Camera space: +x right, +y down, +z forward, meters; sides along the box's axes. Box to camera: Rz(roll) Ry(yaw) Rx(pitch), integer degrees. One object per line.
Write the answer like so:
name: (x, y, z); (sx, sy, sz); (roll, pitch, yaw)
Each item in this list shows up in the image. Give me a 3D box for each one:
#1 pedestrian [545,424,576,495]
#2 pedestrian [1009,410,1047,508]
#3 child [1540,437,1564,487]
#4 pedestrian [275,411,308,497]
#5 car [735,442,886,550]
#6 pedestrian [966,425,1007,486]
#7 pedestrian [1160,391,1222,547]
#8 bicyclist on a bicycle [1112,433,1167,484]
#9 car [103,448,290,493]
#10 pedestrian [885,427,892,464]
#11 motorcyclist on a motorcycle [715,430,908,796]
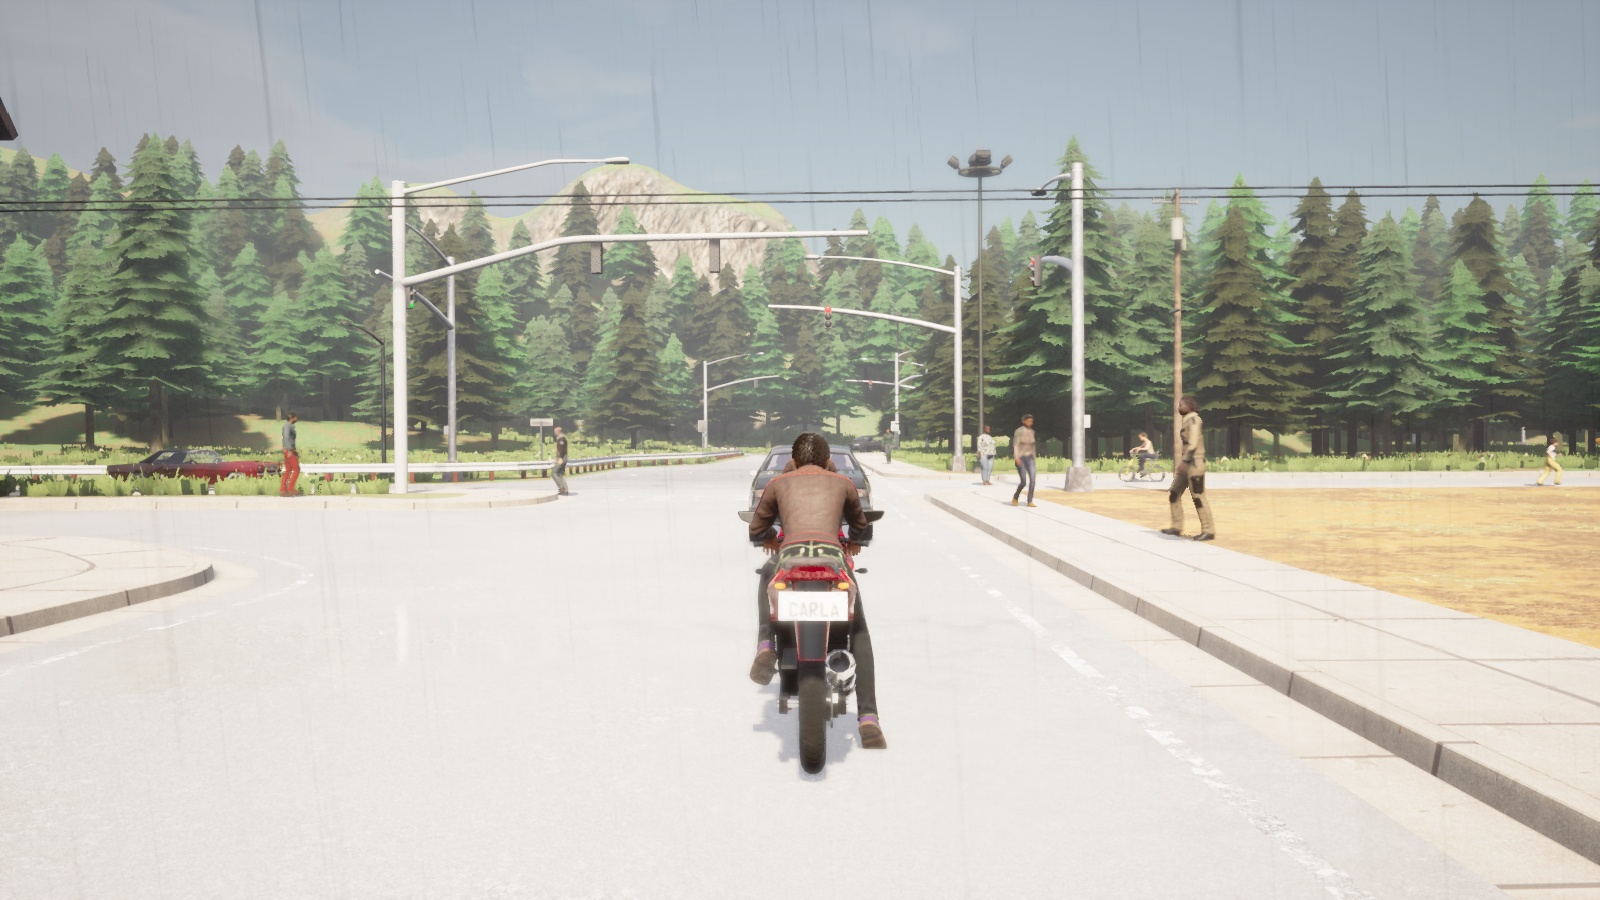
pedestrian: (-6.262, 0.250, 32.839); (0.720, 1.854, 0.376); (0, 1, -2)
pedestrian: (4.290, 0.158, 23.649); (0.328, 1.805, 0.869); (0, 1, -17)
child: (19.035, 0.296, 31.799); (0.437, 1.263, 0.270); (0, 1, -2)
pedestrian: (-10.967, 0.079, 27.083); (0.614, 1.847, 0.353); (0, 1, -18)
car: (0.166, 0.601, 19.547); (2.033, 1.411, 5.357); (0, 1, 1)
pedestrian: (5.746, 0.162, 38.668); (0.874, 1.855, 0.900); (-1, 1, -36)
pedestrian: (4.913, 0.233, 15.798); (0.692, 1.930, 0.396); (0, 1, 8)
bicyclist on a bicycle: (10.921, 0.262, 40.421); (1.509, 1.612, 0.866); (-1, 0, 2)
car: (-18.042, 0.596, 37.681); (4.718, 1.301, 1.895); (0, 1, 1)
pedestrian: (4.345, -0.219, 61.835); (0.353, 1.847, 0.614); (0, 1, 4)
motorcyclist on a motorcycle: (0.057, 0.671, 6.254); (0.797, 1.523, 2.044); (0, 1, 0)
